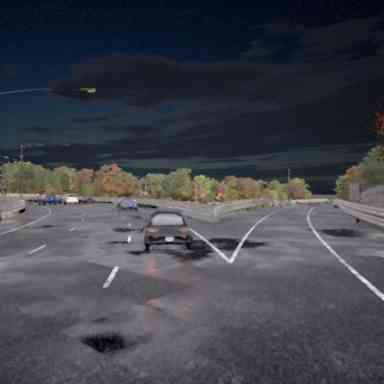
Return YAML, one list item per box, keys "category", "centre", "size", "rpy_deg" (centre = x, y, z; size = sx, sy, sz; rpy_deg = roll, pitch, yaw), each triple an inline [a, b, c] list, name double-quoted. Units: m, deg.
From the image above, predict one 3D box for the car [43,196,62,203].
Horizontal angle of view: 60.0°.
- category: "car"
  centre: [-29.504, 1.537, 70.370]
  size: [2.033, 1.411, 5.357]
  rpy_deg: [0, 0, -42]

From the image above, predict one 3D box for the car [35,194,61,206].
- category: "car"
  centre: [-26.005, 1.368, 60.009]
  size: [2.150, 2.045, 5.566]
  rpy_deg: [0, 0, -37]

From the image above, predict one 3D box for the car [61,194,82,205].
- category: "car"
  centre: [-23.008, 1.351, 61.850]
  size: [2.150, 2.045, 5.566]
  rpy_deg: [0, 0, -37]

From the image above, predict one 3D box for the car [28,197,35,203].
- category: "car"
  centre: [-31.678, 1.587, 67.522]
  size: [1.895, 1.301, 4.718]
  rpy_deg: [0, 0, -42]

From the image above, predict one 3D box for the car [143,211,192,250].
- category: "car"
  centre: [-1.116, 1.541, 14.331]
  size: [1.812, 1.442, 4.674]
  rpy_deg: [0, 0, -8]

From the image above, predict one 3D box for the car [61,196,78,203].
- category: "car"
  centre: [-26.811, 1.535, 72.605]
  size: [1.994, 1.385, 4.181]
  rpy_deg: [0, 0, -42]

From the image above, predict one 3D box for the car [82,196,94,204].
- category: "car"
  centre: [-20.617, 1.614, 64.504]
  size: [1.837, 1.490, 4.892]
  rpy_deg: [0, 0, -37]

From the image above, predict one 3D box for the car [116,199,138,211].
- category: "car"
  centre: [-8.085, 1.596, 41.112]
  size: [2.033, 1.411, 5.357]
  rpy_deg: [0, 0, -22]
